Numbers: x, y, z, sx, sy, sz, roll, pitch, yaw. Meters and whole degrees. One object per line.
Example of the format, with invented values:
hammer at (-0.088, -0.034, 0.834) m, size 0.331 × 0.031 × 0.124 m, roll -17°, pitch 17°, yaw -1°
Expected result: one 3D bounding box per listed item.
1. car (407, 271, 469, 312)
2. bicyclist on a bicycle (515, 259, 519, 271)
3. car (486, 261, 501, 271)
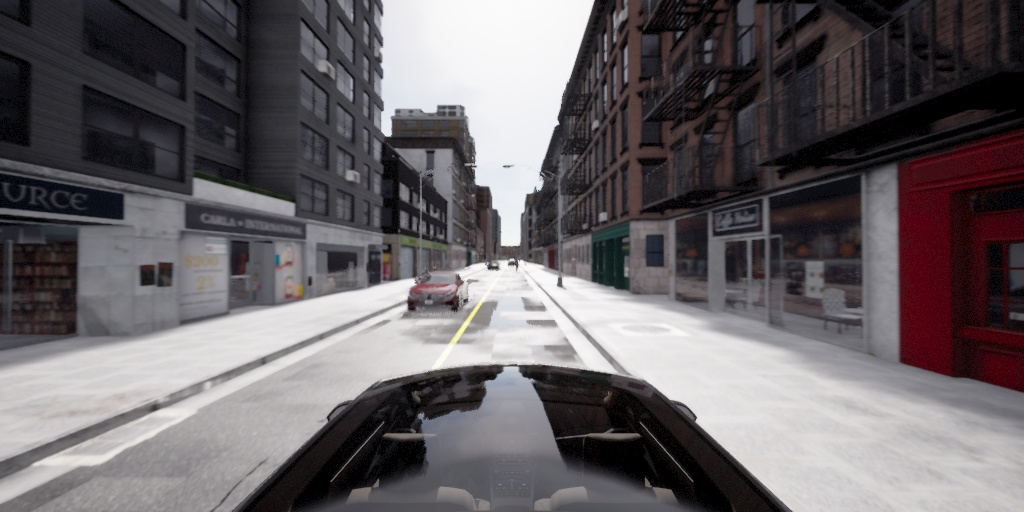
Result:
car at (-2.853, 1.337, 14.653) m, size 1.812 × 1.442 × 4.674 m, roll 0°, pitch 0°, yaw 0°
bicyclist on a bicycle at (0.745, 1.403, 50.959) m, size 0.582 × 1.620 × 1.656 m, roll 0°, pitch -1°, yaw 0°
car at (-2.824, 1.468, 55.497) m, size 1.837 × 1.490 × 4.892 m, roll 0°, pitch 0°, yaw 0°
